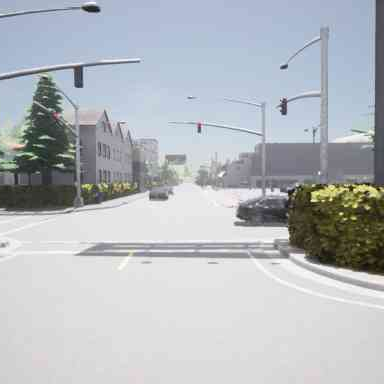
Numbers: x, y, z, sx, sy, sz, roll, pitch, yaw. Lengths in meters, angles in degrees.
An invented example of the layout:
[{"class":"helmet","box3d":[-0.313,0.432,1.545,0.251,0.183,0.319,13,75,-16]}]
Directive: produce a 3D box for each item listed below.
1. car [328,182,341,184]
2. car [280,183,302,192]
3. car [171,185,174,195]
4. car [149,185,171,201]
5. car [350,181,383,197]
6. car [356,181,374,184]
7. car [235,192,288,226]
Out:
[{"class":"car","box3d":[25.143,-1.052,59.598,2.152,1.636,5.027,-1,2,-1]},{"class":"car","box3d":[15.125,-0.545,52.157,2.007,1.523,4.514,-1,2,-1]},{"class":"car","box3d":[-3.880,-0.336,51.749,2.128,1.511,4.902,-1,2,0]},{"class":"car","box3d":[-3.822,0.119,38.364,1.882,1.535,5.008,-1,2,0]},{"class":"car","box3d":[22.145,-0.472,42.199,1.932,1.855,4.605,-1,2,-1]},{"class":"car","box3d":[18.922,-0.184,34.310,1.905,1.878,3.866,-1,2,-1]},{"class":"car","box3d":[4.696,0.947,17.310,4.892,1.490,1.837,1,5,4]}]
